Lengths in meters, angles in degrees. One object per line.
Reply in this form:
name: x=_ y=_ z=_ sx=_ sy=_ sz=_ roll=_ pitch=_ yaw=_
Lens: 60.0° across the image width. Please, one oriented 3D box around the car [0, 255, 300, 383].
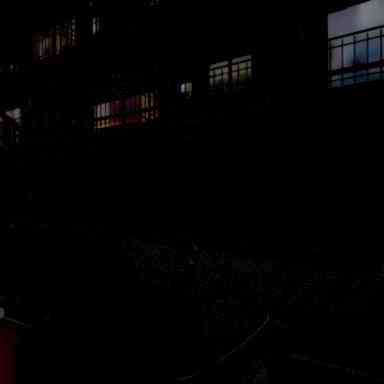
car: x=-1.070 y=1.439 z=3.630 sx=4.097 sy=1.590 sz=1.967 roll=0 pitch=0 yaw=35
